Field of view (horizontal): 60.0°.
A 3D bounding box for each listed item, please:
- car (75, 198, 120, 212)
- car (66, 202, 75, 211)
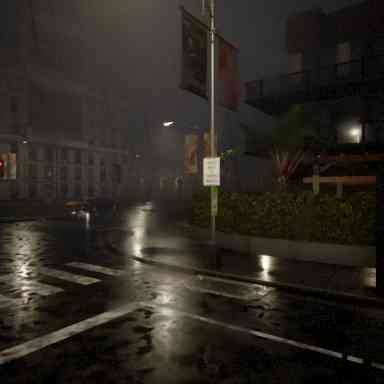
[{"bbox_3d":[-10.581,1.505,38.361,1.837,1.490,4.892,0,0,36],"label":"car"},{"bbox_3d":[-13.077,1.478,40.905,1.882,1.535,5.008,0,0,35],"label":"car"}]
